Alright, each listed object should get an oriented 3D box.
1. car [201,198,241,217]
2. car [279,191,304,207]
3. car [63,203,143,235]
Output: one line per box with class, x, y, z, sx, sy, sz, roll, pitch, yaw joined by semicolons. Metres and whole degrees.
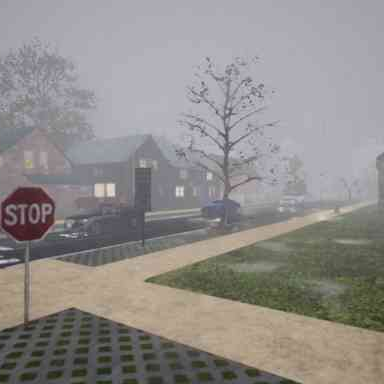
car;2.654;1.320;29.759;1.882;1.535;5.008;1;1;34
car;14.134;0.950;46.764;2.150;2.045;5.566;1;1;34
car;-4.768;1.404;18.618;2.128;1.511;4.902;1;1;34
